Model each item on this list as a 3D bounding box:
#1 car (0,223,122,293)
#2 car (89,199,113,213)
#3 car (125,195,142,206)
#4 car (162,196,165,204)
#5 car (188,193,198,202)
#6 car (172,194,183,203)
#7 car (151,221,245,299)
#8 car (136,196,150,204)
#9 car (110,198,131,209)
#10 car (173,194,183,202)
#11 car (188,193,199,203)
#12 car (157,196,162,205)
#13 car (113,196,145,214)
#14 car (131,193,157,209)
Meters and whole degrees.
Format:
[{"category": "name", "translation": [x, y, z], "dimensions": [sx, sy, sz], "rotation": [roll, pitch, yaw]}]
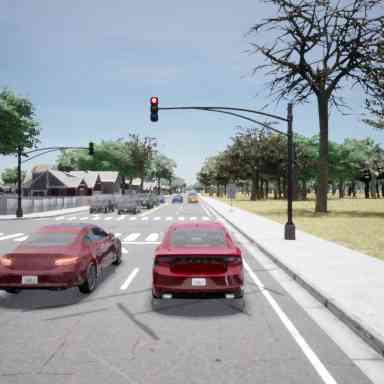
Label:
[{"category": "car", "translation": [-3.129, 1.525, 8.706], "dimensions": [1.812, 1.442, 4.674], "rotation": [0, 0, 0]}, {"category": "car", "translation": [-9.759, 1.498, 36.369], "dimensions": [1.837, 1.490, 4.892], "rotation": [0, 0, 0]}, {"category": "car", "translation": [-9.707, 1.335, 55.388], "dimensions": [2.097, 1.767, 4.553], "rotation": [0, 0, 0]}, {"category": "car", "translation": [-6.383, 1.452, 65.168], "dimensions": [1.882, 1.535, 5.008], "rotation": [0, 0, 1]}, {"category": "car", "translation": [0.183, 1.190, 76.324], "dimensions": [2.150, 2.045, 5.566], "rotation": [0, 0, 0]}, {"category": "car", "translation": [-2.989, 1.499, 66.330], "dimensions": [1.812, 1.442, 4.674], "rotation": [0, 0, 0]}, {"category": "car", "translation": [0.118, 1.477, 8.495], "dimensions": [1.882, 1.535, 5.008], "rotation": [0, 0, 0]}, {"category": "car", "translation": [-9.620, 1.521, 66.007], "dimensions": [2.033, 1.411, 5.357], "rotation": [0, 0, 0]}, {"category": "car", "translation": [-9.736, 1.516, 45.502], "dimensions": [1.812, 1.442, 4.674], "rotation": [0, 0, 1]}, {"category": "car", "translation": [-3.067, 1.320, 76.296], "dimensions": [2.097, 1.767, 4.553], "rotation": [0, 0, 0]}, {"category": "car", "translation": [0.256, 1.451, 65.923], "dimensions": [1.882, 1.535, 5.008], "rotation": [0, 0, 0]}, {"category": "car", "translation": [-6.459, 1.488, 54.738], "dimensions": [1.837, 1.490, 4.892], "rotation": [0, 0, 0]}, {"category": "car", "translation": [-6.513, 1.499, 34.858], "dimensions": [1.837, 1.490, 4.892], "rotation": [0, 0, 0]}, {"category": "car", "translation": [-6.487, 1.212, 44.709], "dimensions": [2.150, 2.045, 5.566], "rotation": [0, 0, 1]}]
